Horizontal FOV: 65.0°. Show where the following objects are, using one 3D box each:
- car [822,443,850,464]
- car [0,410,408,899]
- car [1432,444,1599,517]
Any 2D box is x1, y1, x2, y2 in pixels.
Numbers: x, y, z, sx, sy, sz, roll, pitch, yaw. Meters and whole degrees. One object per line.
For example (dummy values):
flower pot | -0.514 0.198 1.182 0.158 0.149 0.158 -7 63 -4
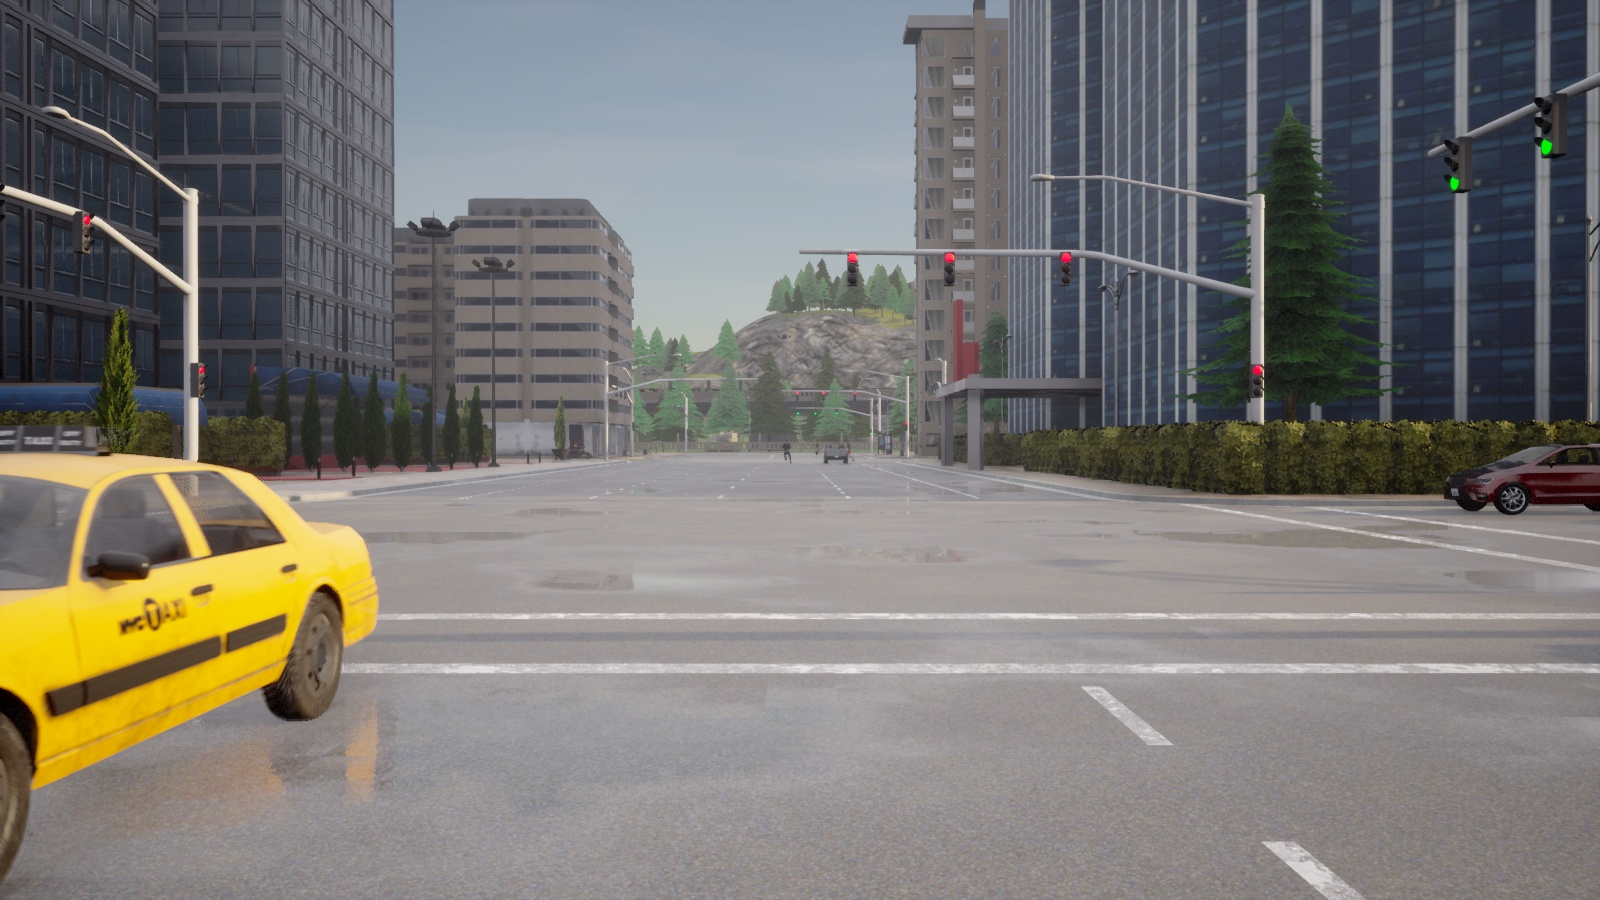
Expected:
car | 2.553 0.252 90.334 1.845 1.501 3.633 0 0 -1
car | -3.472 0.651 5.578 1.801 1.575 5.366 0 0 0
car | 15.923 0.623 26.546 4.193 1.474 1.816 0 0 0
